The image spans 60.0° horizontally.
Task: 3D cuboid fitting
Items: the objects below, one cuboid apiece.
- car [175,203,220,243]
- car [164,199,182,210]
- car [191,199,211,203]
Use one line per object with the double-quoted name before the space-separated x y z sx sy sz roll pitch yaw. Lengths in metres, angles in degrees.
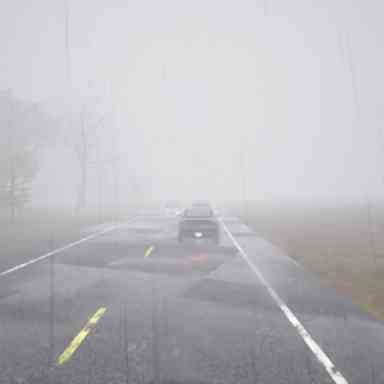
"car" 0.322 1.499 16.161 1.837 1.490 4.892 0 0 1
"car" -2.334 1.539 42.919 1.994 1.385 4.181 0 0 3
"car" 0.942 1.463 34.391 1.882 1.535 5.008 0 0 3
